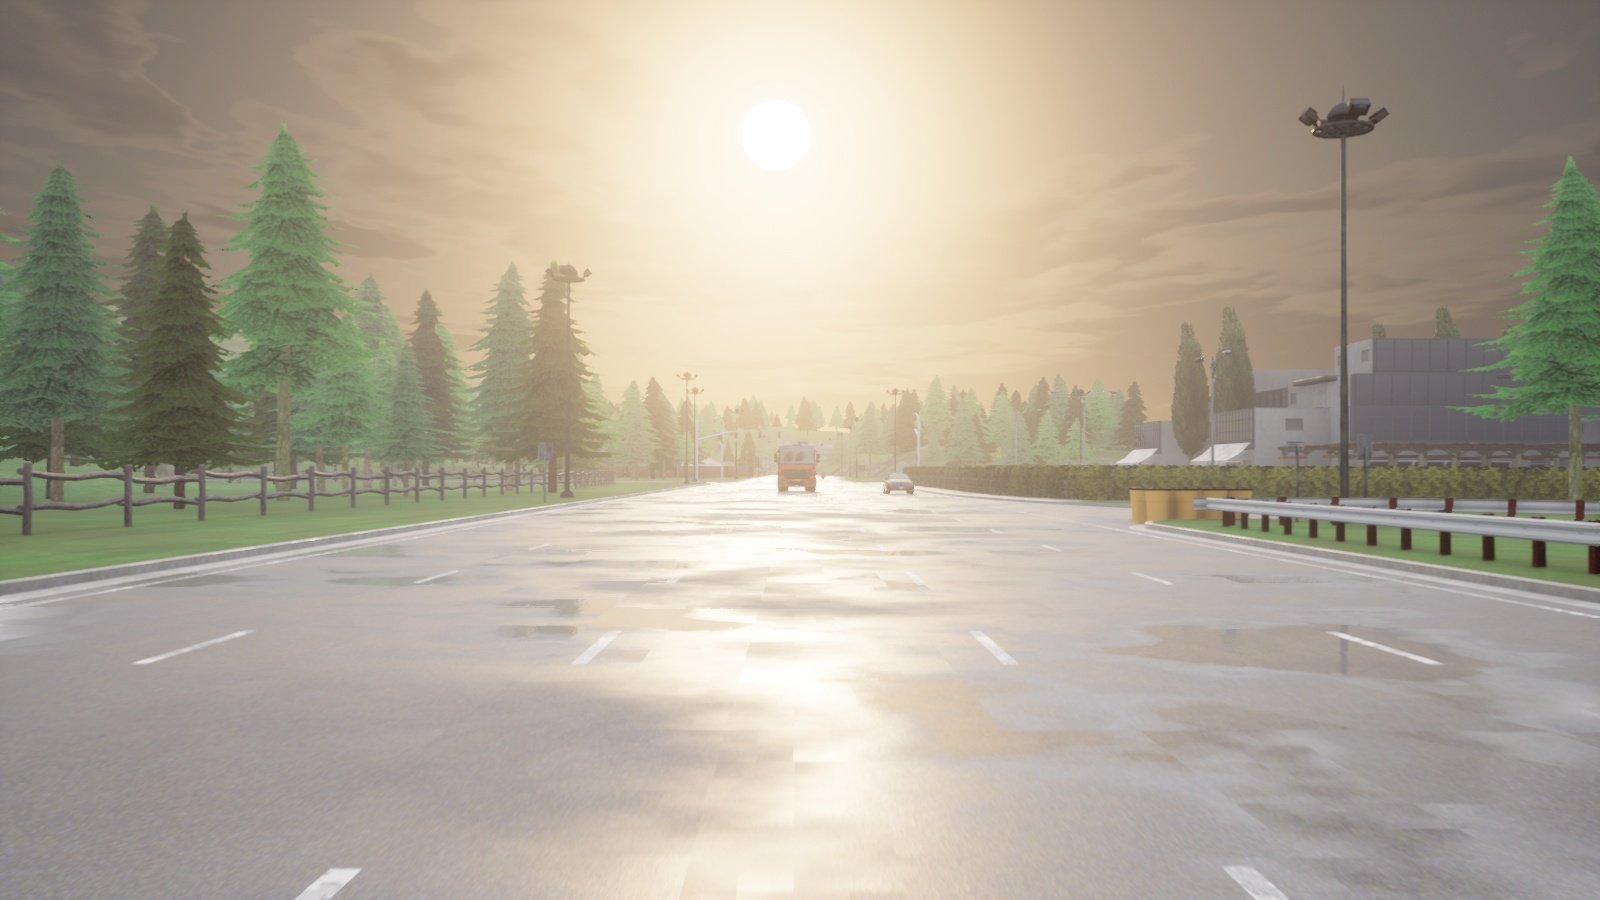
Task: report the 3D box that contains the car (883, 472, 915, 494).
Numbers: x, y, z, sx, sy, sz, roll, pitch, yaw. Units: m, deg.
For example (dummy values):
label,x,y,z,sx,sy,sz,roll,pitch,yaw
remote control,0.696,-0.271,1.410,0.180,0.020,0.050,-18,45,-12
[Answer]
label,x,y,z,sx,sy,sz,roll,pitch,yaw
car,6.805,2.260,86.410,1.812,1.442,4.674,0,-1,0

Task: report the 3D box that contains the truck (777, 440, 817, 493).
label,x,y,z,sx,sy,sz,roll,pitch,yaw
truck,-0.225,1.239,94.889,2.891,3.827,8.468,0,-1,0
